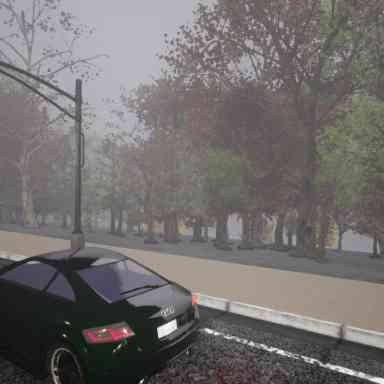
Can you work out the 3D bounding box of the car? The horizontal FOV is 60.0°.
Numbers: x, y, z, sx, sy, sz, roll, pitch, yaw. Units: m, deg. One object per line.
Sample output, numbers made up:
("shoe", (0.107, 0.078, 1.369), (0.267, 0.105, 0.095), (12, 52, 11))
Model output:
("car", (-1.915, 1.563, 5.055), (4.181, 1.385, 1.994), (0, 0, 36))
